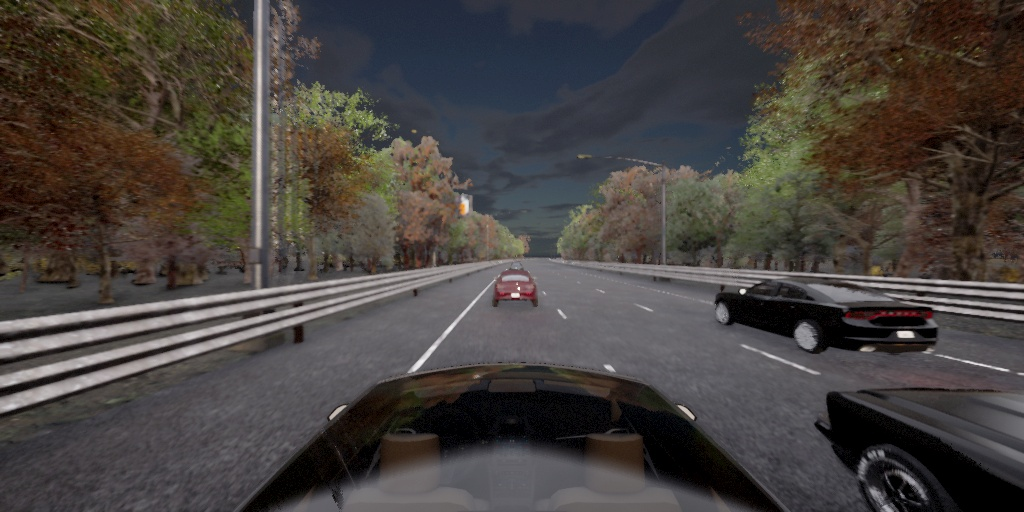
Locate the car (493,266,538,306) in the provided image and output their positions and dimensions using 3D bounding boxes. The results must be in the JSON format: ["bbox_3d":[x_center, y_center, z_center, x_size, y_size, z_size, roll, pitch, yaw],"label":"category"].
[{"bbox_3d":[0.146,1.354,16.174,1.812,1.442,4.674,0,0,0],"label":"car"}]

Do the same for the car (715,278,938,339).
[{"bbox_3d":[7.108,1.273,8.942,1.882,1.535,5.008,0,0,0],"label":"car"}]

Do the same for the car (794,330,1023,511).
[{"bbox_3d":[3.595,1.350,0.980,1.895,1.301,4.718,0,0,0],"label":"car"}]

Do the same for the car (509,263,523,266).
[{"bbox_3d":[0.602,1.567,48.639,1.994,1.385,4.181,0,0,1],"label":"car"}]
